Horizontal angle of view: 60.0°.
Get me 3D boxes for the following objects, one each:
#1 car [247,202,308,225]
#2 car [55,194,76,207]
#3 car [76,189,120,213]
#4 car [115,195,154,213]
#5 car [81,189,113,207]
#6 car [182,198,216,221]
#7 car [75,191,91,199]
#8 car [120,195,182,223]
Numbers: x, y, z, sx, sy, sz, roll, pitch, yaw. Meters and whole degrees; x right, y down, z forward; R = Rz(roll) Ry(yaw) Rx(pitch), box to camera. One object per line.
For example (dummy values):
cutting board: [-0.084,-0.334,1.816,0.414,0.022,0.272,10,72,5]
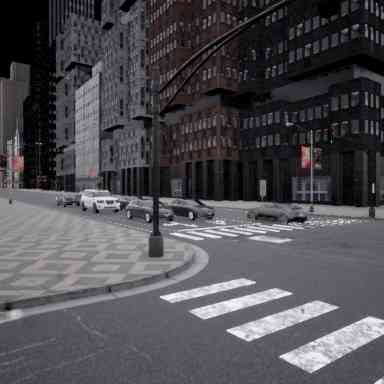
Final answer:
car: [5.730,1.370,22.631,1.994,1.385,4.181,0,1,-36]
car: [-14.909,0.991,39.808,2.033,1.411,5.357,0,1,-36]
car: [-8.698,0.819,31.185,2.150,2.045,5.566,0,1,-36]
car: [-5.689,1.107,32.569,1.837,1.490,4.892,0,1,-36]
car: [-11.835,0.671,41.111,2.150,2.045,5.566,0,1,-35]
car: [-0.248,1.239,24.979,1.837,1.490,4.892,0,1,-38]
car: [-21.843,0.563,66.416,1.812,1.442,4.674,0,1,-36]
car: [-3.013,1.240,23.299,1.837,1.490,4.892,0,1,-36]
